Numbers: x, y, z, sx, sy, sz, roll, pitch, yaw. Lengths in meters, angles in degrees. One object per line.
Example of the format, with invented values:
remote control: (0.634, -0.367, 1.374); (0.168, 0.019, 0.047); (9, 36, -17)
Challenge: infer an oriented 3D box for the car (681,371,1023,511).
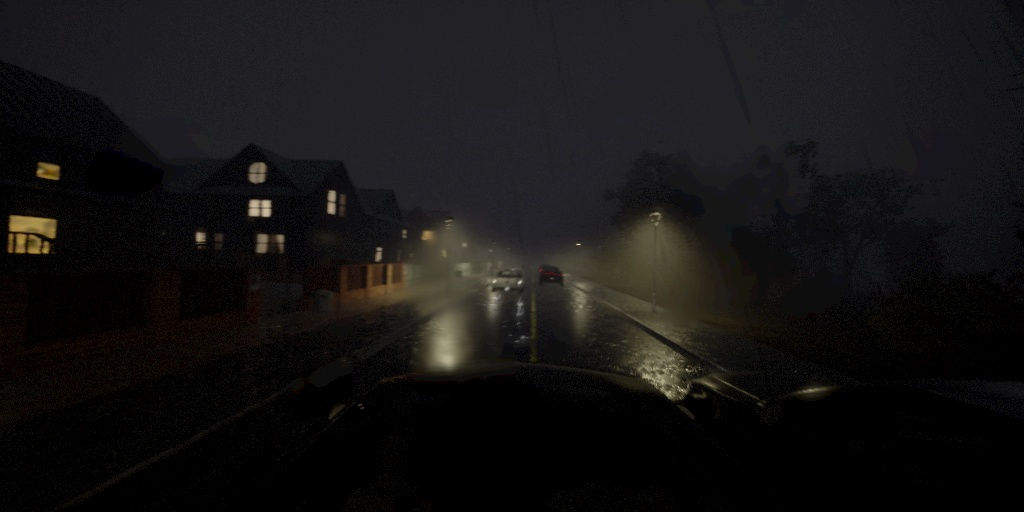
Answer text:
car: (2.490, 1.345, 1.699); (1.812, 1.442, 4.674); (1, -1, 3)

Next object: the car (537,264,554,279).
car: (3.917, 1.785, 42.681); (1.837, 1.490, 4.892); (2, 0, 4)

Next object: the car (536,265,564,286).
car: (3.185, 1.604, 29.681); (1.882, 1.535, 5.008); (2, -1, 4)

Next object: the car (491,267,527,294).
car: (-0.159, 1.557, 22.293); (1.895, 1.301, 4.718); (2, -1, 3)
